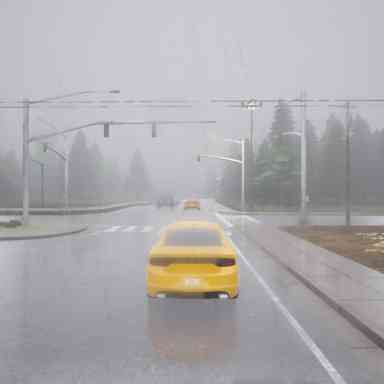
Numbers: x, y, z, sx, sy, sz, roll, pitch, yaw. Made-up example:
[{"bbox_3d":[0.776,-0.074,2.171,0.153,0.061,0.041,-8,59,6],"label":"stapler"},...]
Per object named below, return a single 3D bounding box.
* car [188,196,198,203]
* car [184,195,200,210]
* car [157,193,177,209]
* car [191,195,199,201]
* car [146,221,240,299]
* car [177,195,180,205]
[{"bbox_3d":[0.302,1.537,72.736,2.033,1.411,5.357,0,0,2],"label":"car"},{"bbox_3d":[0.020,1.478,42.176,1.882,1.535,5.008,0,0,0],"label":"car"},{"bbox_3d":[-3.592,1.221,45.658,2.150,2.045,5.566,0,0,-1],"label":"car"},{"bbox_3d":[0.701,1.442,83.129,1.837,1.490,4.892,0,0,2],"label":"car"},{"bbox_3d":[0.049,1.474,8.513,1.882,1.535,5.008,0,0,1],"label":"car"},{"bbox_3d":[-3.537,1.352,55.952,2.097,1.767,4.553,0,0,0],"label":"car"}]
